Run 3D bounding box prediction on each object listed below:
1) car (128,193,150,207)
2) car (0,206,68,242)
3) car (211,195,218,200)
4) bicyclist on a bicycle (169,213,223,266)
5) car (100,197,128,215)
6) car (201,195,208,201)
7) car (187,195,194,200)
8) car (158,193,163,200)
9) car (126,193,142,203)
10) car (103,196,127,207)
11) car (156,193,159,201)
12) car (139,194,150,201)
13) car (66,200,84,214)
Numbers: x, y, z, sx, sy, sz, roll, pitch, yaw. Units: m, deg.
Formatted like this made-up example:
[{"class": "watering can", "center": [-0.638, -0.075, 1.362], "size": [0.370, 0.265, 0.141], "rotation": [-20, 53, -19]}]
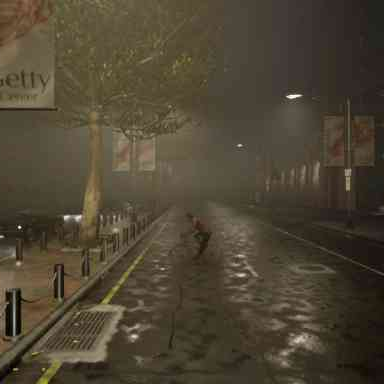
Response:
[{"class": "car", "center": [-8.319, 1.220, 51.655], "size": [2.150, 2.045, 5.566], "rotation": [0, 0, 0]}, {"class": "car", "center": [-8.135, 1.601, 16.451], "size": [1.895, 1.301, 4.718], "rotation": [0, 0, 0]}, {"class": "car", "center": [6.337, 1.595, 94.091], "size": [1.895, 1.301, 4.718], "rotation": [0, 0, 0]}, {"class": "bicyclist on a bicycle", "center": [0.120, 1.454, 10.132], "size": [1.656, 1.620, 0.582], "rotation": [-1, 0, 0]}, {"class": "car", "center": [-8.246, 1.504, 34.254], "size": [1.837, 1.490, 4.892], "rotation": [0, 0, 0]}, {"class": "car", "center": [3.130, 1.540, 84.552], "size": [2.033, 1.411, 5.357], "rotation": [0, 0, 0]}, {"class": "car", "center": [-0.402, 1.478, 91.917], "size": [1.882, 1.535, 5.008], "rotation": [0, 0, 0]}, {"class": "car", "center": [-8.362, 1.225, 82.863], "size": [2.150, 2.045, 5.566], "rotation": [0, 0, 0]}, {"class": "car", "center": [-11.797, 1.225, 68.031], "size": [2.150, 2.045, 5.566], "rotation": [0, 0, 0]}, {"class": "car", "center": [-12.096, 1.491, 52.480], "size": [2.128, 1.511, 4.902], "rotation": [0, 0, 6]}, {"class": "car", "center": [-8.298, 1.525, 67.482], "size": [1.812, 1.442, 4.674], "rotation": [0, 0, 0]}, {"class": "car", "center": [-11.865, 1.355, 83.601], "size": [2.097, 1.767, 4.553], "rotation": [0, 0, 0]}, {"class": "car", "center": [-11.747, 1.564, 34.331], "size": [1.994, 1.385, 4.181], "rotation": [0, 0, 0]}]
